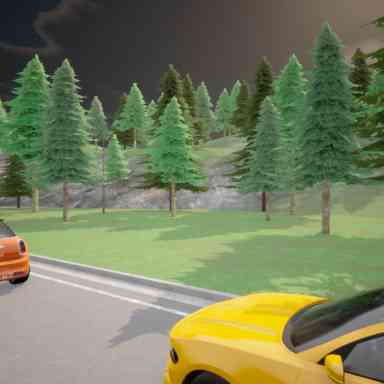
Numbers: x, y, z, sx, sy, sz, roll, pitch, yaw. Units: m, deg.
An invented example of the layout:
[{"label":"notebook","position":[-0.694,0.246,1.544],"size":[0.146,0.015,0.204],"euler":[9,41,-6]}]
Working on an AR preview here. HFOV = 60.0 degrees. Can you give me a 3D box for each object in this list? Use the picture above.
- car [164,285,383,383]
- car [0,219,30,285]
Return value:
[{"label":"car","position":[2.028,1.478,2.545],"size":[5.008,1.535,1.882],"euler":[0,0,35]},{"label":"car","position":[-6.097,1.352,8.317],"size":[4.553,1.767,2.097],"euler":[0,0,35]}]
